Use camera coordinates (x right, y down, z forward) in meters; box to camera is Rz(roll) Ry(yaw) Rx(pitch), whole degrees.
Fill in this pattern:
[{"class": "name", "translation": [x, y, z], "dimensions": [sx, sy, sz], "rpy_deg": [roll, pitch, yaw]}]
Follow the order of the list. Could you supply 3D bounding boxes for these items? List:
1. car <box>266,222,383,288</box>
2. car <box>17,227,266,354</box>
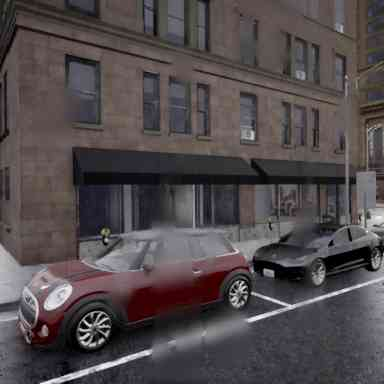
[{"class": "car", "translation": [3.610, 1.564, 9.238], "dimensions": [4.313, 1.339, 1.947], "rpy_deg": [0, -1, -36]}, {"class": "car", "translation": [-0.872, 1.440, 6.039], "dimensions": [4.097, 1.590, 1.967], "rpy_deg": [0, -1, -36]}]
